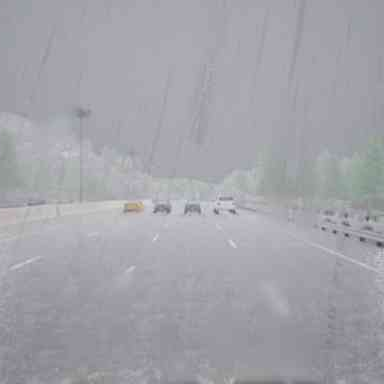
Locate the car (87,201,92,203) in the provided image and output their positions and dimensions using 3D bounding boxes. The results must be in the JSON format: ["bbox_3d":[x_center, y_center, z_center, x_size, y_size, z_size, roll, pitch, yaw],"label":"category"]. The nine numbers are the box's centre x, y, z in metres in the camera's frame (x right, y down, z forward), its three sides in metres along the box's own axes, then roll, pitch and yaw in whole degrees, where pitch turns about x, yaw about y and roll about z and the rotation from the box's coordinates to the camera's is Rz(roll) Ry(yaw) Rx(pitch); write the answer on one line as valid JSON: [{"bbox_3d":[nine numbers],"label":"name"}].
[{"bbox_3d":[-17.526,1.960,56.275,1.882,1.535,5.008,0,-1,0],"label":"car"}]

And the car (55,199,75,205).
[{"bbox_3d":[-21.026,2.010,56.355,1.812,1.442,4.674,0,-1,0],"label":"car"}]

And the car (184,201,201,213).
[{"bbox_3d":[0.072,1.740,39.514,1.812,1.442,4.674,0,-1,0],"label":"car"}]

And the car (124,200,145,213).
[{"bbox_3d":[-6.914,1.701,40.135,1.882,1.535,5.008,0,-1,0],"label":"car"}]

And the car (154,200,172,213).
[{"bbox_3d":[-3.428,1.744,39.816,1.812,1.442,4.674,0,-1,0],"label":"car"}]

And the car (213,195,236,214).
[{"bbox_3d":[3.586,1.405,37.458,2.150,2.045,5.566,0,-1,0],"label":"car"}]

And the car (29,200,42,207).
[{"bbox_3d":[-28.013,2.100,60.727,2.033,1.411,5.357,0,-1,-1],"label":"car"}]
